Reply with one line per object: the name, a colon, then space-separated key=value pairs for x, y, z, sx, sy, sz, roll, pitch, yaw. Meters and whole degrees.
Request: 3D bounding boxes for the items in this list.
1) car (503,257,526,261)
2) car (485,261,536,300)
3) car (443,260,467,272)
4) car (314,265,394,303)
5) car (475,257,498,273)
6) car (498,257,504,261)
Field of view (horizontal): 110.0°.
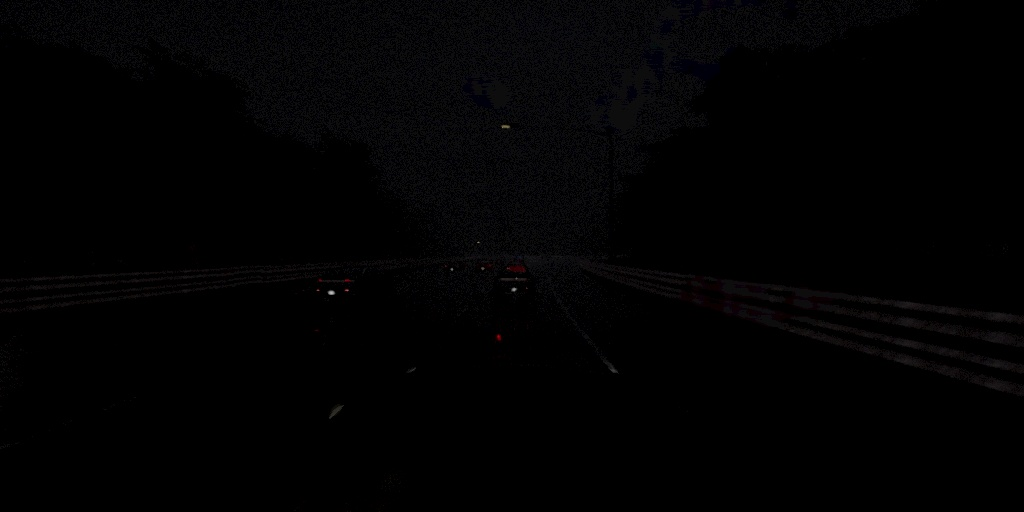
car: x=0.415 y=1.101 z=30.857 sx=1.812 sy=1.442 sz=4.674 roll=0 pitch=0 yaw=2
car: x=0.116 y=1.159 z=17.103 sx=2.128 sy=1.511 sz=4.902 roll=0 pitch=0 yaw=1
car: x=-6.285 y=1.091 z=40.135 sx=1.895 sy=1.301 sz=4.718 roll=0 pitch=0 yaw=2
car: x=-6.814 y=1.153 z=16.041 sx=2.128 sy=1.511 sz=4.902 roll=0 pitch=0 yaw=1
car: x=-2.817 y=1.041 z=37.782 sx=1.812 sy=1.442 sz=4.674 roll=0 pitch=0 yaw=2
car: x=-2.110 y=0.864 z=62.100 sx=1.812 sy=1.442 sz=4.674 roll=0 pitch=0 yaw=1
